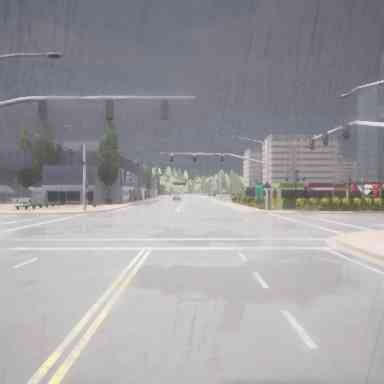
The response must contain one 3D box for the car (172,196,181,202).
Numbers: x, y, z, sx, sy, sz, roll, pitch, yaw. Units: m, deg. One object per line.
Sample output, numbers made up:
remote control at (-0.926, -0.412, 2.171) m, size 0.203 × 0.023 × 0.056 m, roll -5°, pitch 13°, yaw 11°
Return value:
car at (-3.500, 1.539, 78.180) m, size 1.994 × 1.385 × 4.181 m, roll 0°, pitch 0°, yaw 0°
